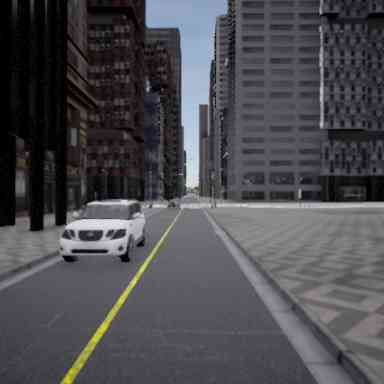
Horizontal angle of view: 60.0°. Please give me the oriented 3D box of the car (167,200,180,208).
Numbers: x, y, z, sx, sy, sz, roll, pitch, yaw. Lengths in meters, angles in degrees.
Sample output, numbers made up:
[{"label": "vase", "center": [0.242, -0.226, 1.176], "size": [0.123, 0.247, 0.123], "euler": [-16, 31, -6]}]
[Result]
[{"label": "car", "center": [-2.991, 2.054, 55.873], "size": [1.994, 1.385, 4.181], "euler": [0, -1, 0]}]

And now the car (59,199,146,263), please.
[{"label": "car", "center": [-3.099, 1.323, 12.800], "size": [2.150, 2.045, 5.566], "euler": [0, 0, 0]}]
